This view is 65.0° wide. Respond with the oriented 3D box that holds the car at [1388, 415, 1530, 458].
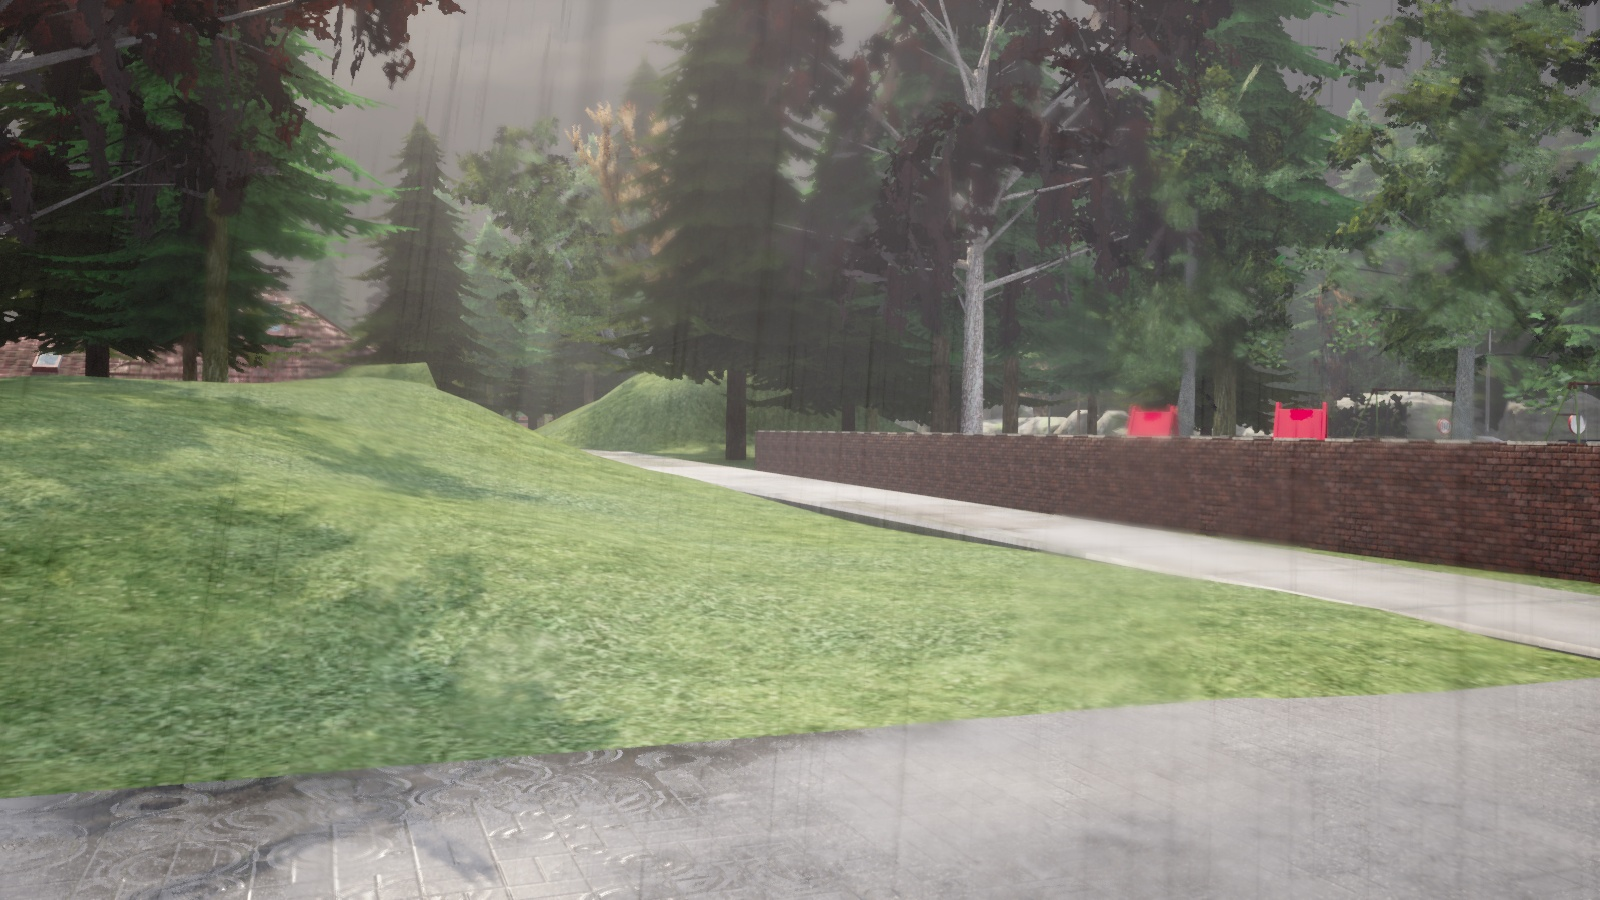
[{"bbox_3d":[27.148,-0.562,51.941,2.152,1.651,5.027,-1,1,-21],"label":"car"}]
